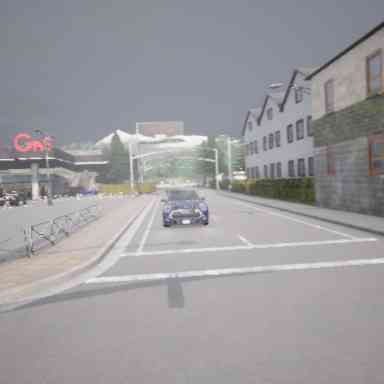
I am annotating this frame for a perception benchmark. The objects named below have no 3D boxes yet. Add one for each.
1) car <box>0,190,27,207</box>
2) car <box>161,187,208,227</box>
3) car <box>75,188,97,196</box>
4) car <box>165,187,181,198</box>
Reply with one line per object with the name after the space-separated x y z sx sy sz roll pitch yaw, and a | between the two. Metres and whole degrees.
-21.414 0.689 40.069 1.905 1.878 3.866 -3 2 -5 | car
-0.446 0.660 16.840 2.097 1.767 4.553 -3 2 -4 | car
-23.572 0.004 74.001 4.611 1.667 2.242 -3 2 -5 | car
-2.632 0.017 45.170 1.895 1.301 4.718 -3 2 -4 | car
